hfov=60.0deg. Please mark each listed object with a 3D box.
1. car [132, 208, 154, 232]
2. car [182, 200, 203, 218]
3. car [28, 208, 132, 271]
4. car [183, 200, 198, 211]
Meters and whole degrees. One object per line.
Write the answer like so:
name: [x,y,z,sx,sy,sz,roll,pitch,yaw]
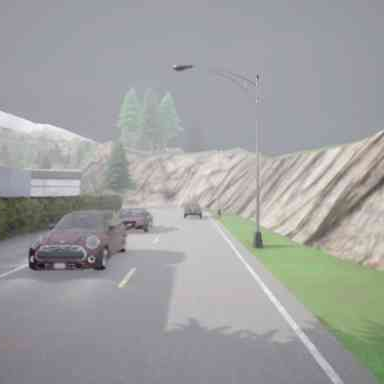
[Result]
car: [-3.583,1.720,21.181,1.994,1.385,4.181,0,0,1]
car: [0.094,1.790,32.895,2.033,1.411,5.357,0,0,0]
car: [-3.595,1.436,11.277,2.097,1.767,4.553,0,0,0]
car: [-0.234,1.867,46.320,1.812,1.442,4.674,0,0,-4]
